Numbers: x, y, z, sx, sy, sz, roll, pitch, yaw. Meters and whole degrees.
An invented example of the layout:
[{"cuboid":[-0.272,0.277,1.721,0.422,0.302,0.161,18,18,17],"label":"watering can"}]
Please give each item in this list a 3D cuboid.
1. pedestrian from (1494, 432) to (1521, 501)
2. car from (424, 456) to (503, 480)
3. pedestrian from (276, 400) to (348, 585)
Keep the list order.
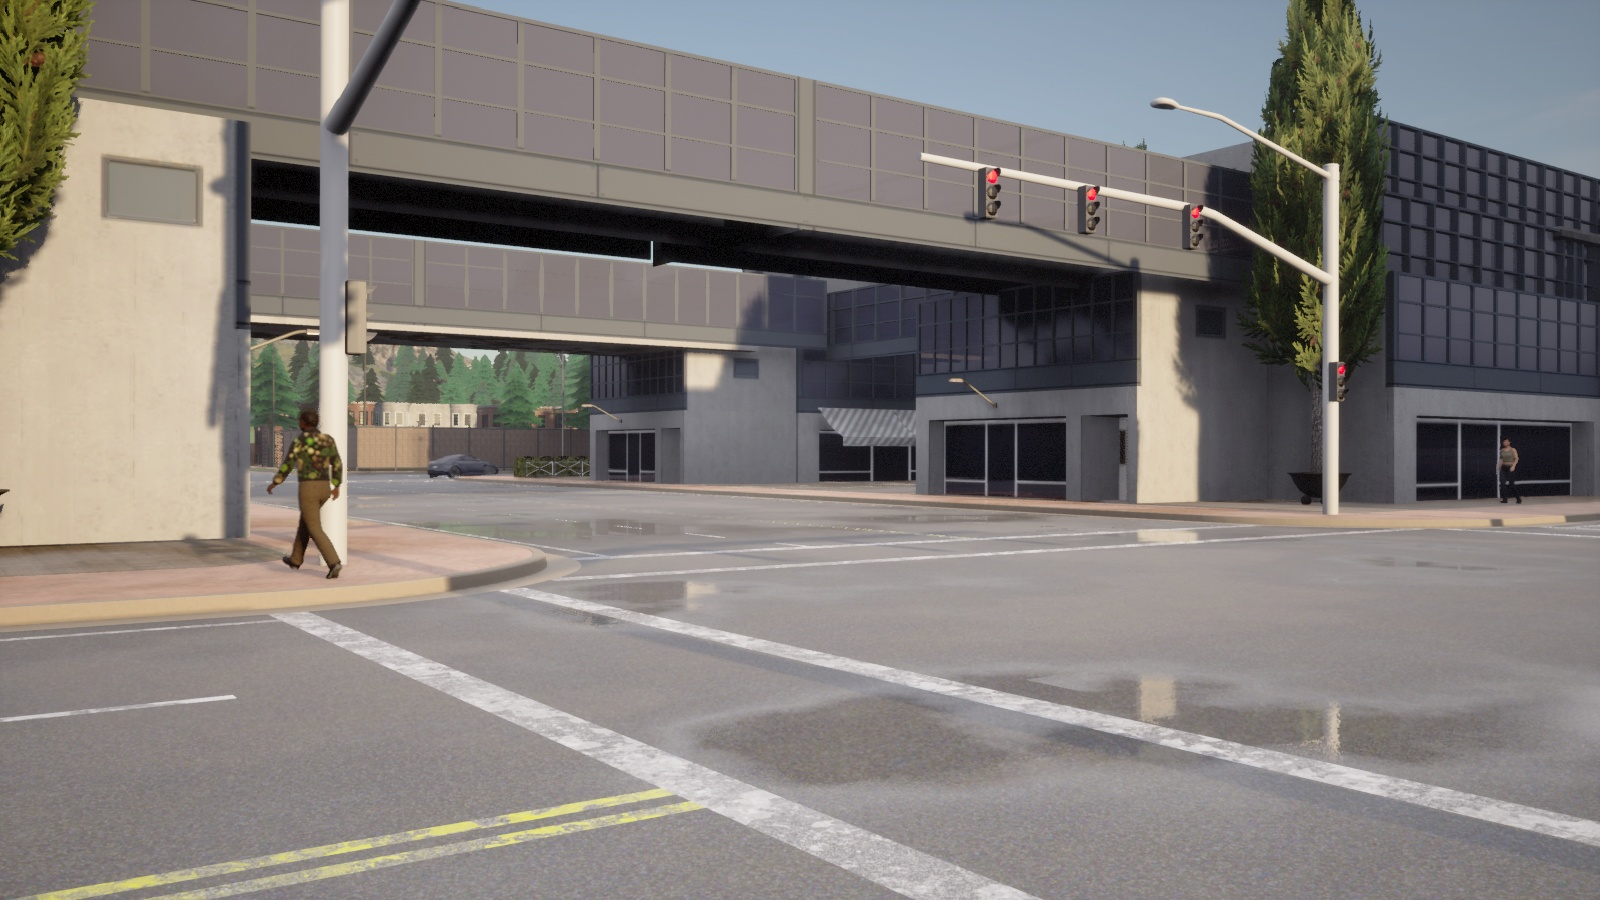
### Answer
[{"cuboid":[19.161,0.446,34.003,0.594,1.836,0.345,0,0,-27],"label":"pedestrian"},{"cuboid":[-19.551,1.029,73.092,1.994,1.385,4.181,0,0,35],"label":"car"},{"cuboid":[-5.235,0.447,13.464,0.692,1.930,0.395,0,0,34],"label":"pedestrian"}]
